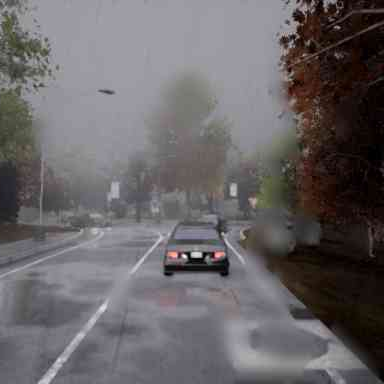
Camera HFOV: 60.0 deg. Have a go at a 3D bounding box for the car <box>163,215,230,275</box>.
[{"bbox_3d":[0.132,1.654,10.699,2.033,1.411,5.357,0,-1,1],"label":"car"}]

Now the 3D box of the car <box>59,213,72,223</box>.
[{"bbox_3d":[-19.150,4.103,52.944,1.837,1.490,4.892,-2,-5,13],"label":"car"}]

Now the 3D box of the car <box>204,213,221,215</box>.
[{"bbox_3d":[1.724,2.424,27.195,2.033,1.411,5.357,-1,-4,13],"label":"car"}]

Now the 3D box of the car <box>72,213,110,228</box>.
[{"bbox_3d":[-10.132,2.857,34.010,1.812,1.442,4.674,4,-5,-43],"label":"car"}]
